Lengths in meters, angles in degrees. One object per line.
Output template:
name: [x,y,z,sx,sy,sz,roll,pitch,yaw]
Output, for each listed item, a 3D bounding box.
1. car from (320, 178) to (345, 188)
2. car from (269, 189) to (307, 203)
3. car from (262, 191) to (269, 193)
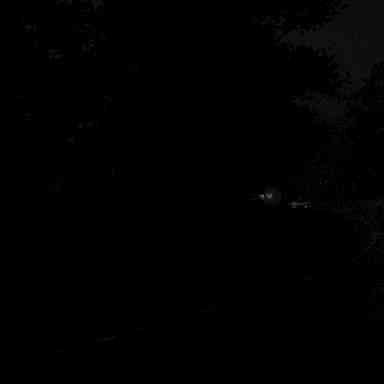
car: [26.907,-1.811,63.938,4.553,1.767,2.097,-3,2,-14]
car: [10.657,0.415,36.207,1.994,1.385,4.181,-4,2,-14]
car: [13.181,-0.499,54.778,2.128,1.511,4.902,-2,3,36]
